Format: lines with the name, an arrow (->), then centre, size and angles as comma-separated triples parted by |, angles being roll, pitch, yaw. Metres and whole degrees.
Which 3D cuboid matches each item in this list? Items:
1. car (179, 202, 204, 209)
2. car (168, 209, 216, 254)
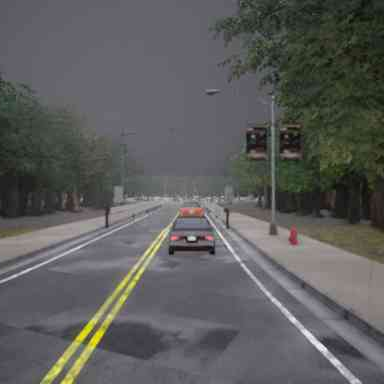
car -> -0.033, 1.622, 29.086 | 2.097, 1.767, 4.553 | 0, -1, 0
car -> -0.005, 1.679, 14.001 | 2.033, 1.411, 5.357 | 0, -1, 0
